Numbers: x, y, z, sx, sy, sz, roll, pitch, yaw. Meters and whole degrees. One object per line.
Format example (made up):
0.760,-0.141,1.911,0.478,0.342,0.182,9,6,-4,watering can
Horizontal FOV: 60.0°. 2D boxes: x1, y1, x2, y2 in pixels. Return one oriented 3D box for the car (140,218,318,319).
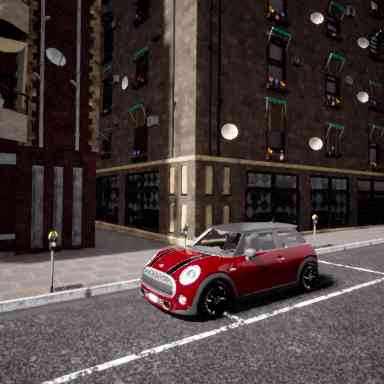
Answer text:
0.907,1.442,7.335,4.097,1.590,1.967,0,1,-35,car
